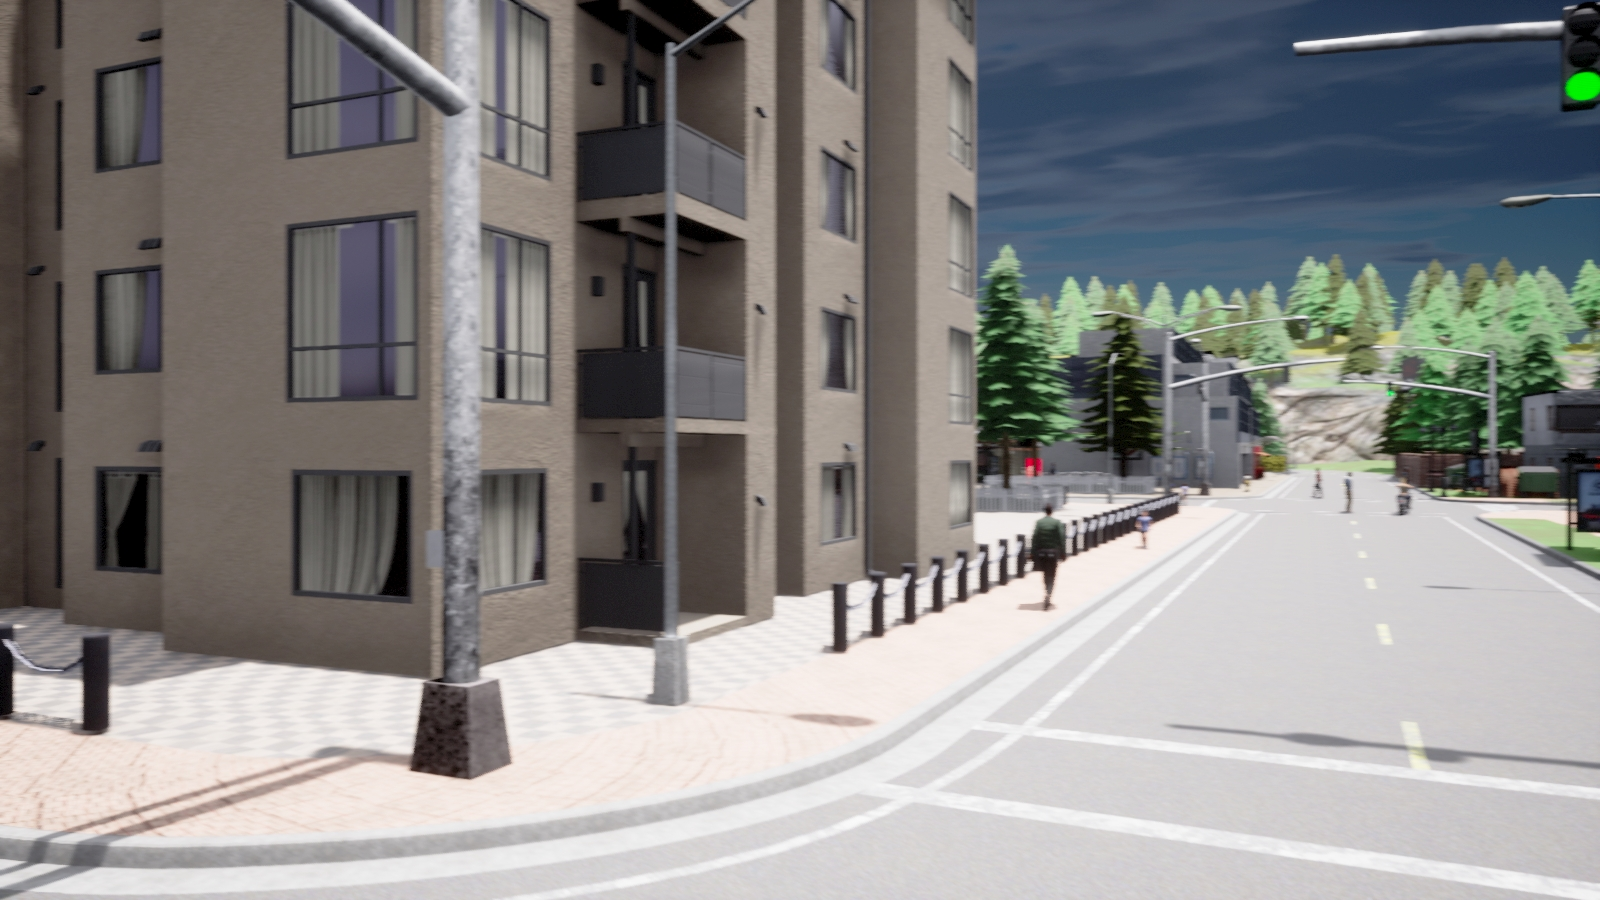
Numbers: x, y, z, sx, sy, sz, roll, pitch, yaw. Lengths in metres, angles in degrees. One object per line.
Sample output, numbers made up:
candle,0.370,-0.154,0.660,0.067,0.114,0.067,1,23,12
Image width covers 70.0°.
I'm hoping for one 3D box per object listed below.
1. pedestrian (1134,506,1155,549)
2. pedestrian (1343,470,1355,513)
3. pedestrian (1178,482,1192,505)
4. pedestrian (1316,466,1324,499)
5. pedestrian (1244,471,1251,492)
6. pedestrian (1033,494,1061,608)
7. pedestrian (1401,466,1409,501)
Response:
pedestrian,9.173,2.055,30.417,0.500,1.100,0.500,0,0,23
pedestrian,24.112,1.819,50.189,0.375,1.860,0.375,0,0,14
pedestrian,18.290,2.062,54.285,0.500,1.100,0.500,0,0,-2
pedestrian,29.499,1.817,64.852,0.375,1.860,0.375,0,0,22
pedestrian,27.923,1.945,71.300,0.375,1.300,0.375,0,0,19
pedestrian,4.115,1.675,19.040,0.375,1.860,0.375,0,0,24
pedestrian,32.952,1.816,62.229,0.375,1.860,0.375,0,0,32
